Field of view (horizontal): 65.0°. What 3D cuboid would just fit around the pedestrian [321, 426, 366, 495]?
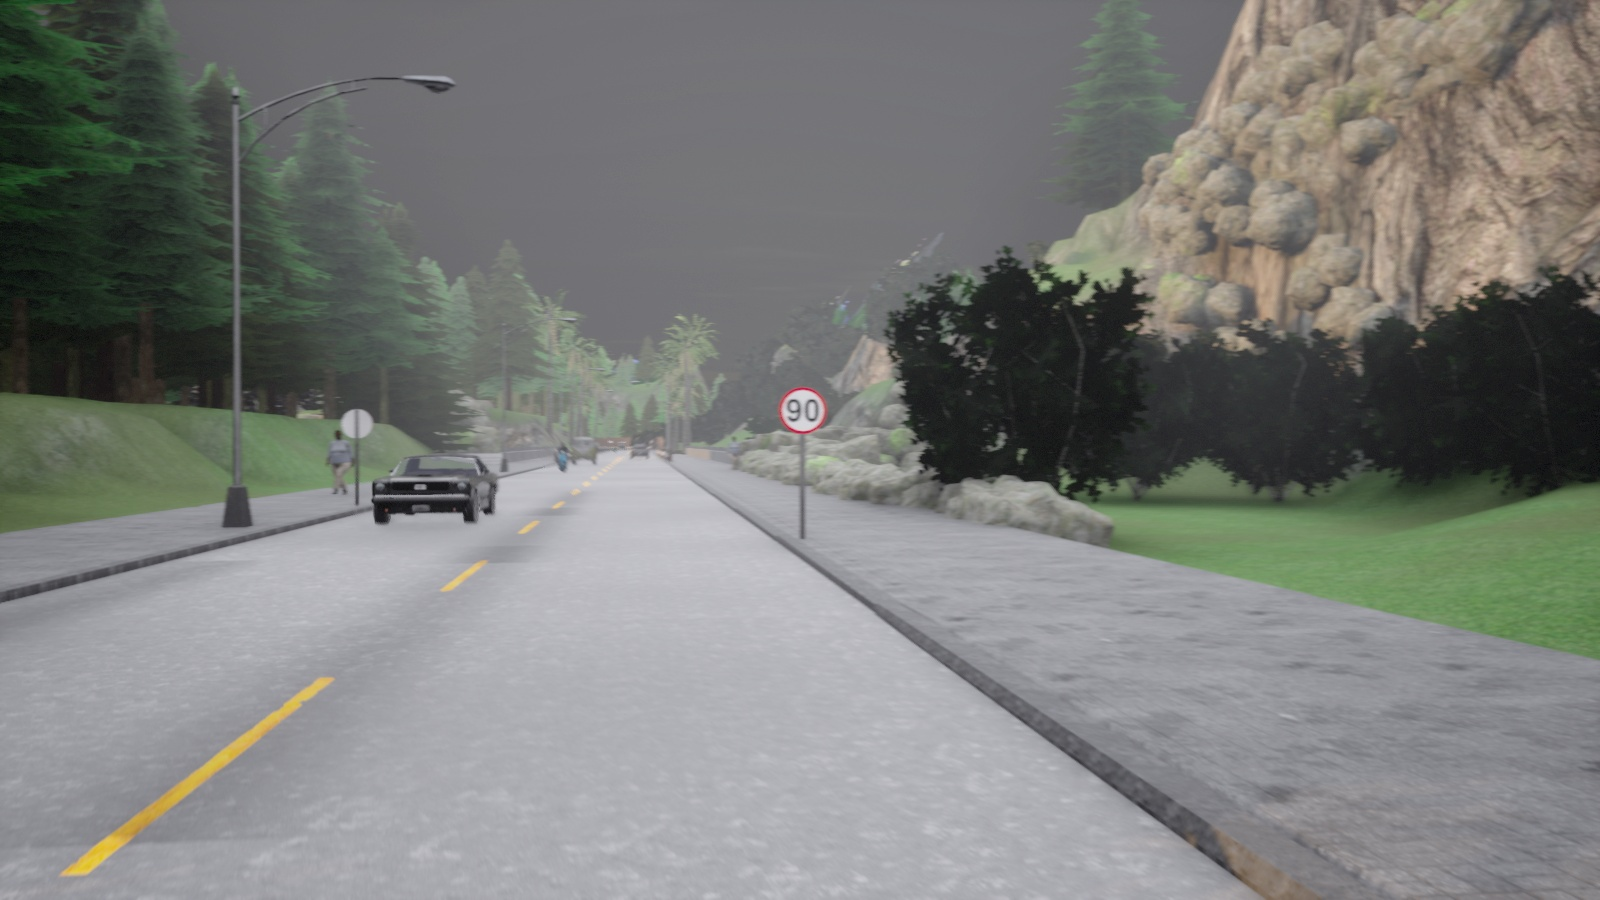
[{"bbox_3d":[-12.451,0.290,34.274,0.874,1.855,0.900,0,0,3],"label":"pedestrian"}]

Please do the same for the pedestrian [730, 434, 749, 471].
[{"bbox_3d":[-3.100,0.132,64.379,0.874,1.855,0.900,0,0,-9],"label":"pedestrian"}]

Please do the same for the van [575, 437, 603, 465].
[{"bbox_3d":[-15.201,0.051,90.649,1.775,1.987,4.442,0,0,-7],"label":"van"}]

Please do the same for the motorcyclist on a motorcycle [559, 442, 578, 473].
[{"bbox_3d":[-12.081,0.376,65.450,0.866,1.590,1.817,0,0,-7],"label":"motorcyclist on a motorcycle"}]

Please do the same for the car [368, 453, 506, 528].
[{"bbox_3d":[-7.052,0.726,24.851,1.895,1.301,4.718,0,0,-7],"label":"car"}]
